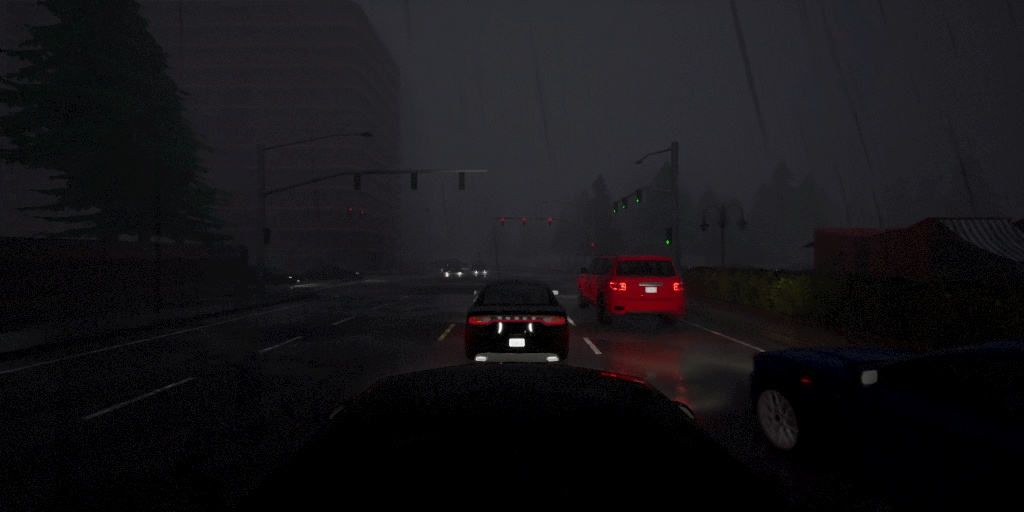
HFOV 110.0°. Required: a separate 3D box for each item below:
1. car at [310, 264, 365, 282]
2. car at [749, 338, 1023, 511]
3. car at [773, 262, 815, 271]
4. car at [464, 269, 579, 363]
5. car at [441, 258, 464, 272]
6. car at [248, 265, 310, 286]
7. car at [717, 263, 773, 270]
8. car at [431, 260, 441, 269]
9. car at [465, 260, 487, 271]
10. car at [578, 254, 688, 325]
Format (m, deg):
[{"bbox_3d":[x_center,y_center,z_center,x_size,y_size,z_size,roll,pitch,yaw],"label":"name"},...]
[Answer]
[{"bbox_3d":[-14.310,1.331,28.867,4.674,1.442,1.812,0,0,-4],"label":"car"},{"bbox_3d":[3.599,1.228,2.023,1.882,1.535,5.008,0,0,0],"label":"car"},{"bbox_3d":[27.474,1.331,35.219,4.674,1.442,1.812,0,0,0],"label":"car"},{"bbox_3d":[0.098,1.228,8.186,1.882,1.535,5.008,0,0,0],"label":"car"},{"bbox_3d":[-7.782,1.102,46.896,2.097,1.767,4.553,0,0,-13],"label":"car"},{"bbox_3d":[-17.597,1.353,25.104,5.357,1.411,2.033,0,0,1],"label":"car"},{"bbox_3d":[19.520,1.352,31.837,5.357,1.411,2.033,0,0,1],"label":"car"},{"bbox_3d":[-11.511,1.297,57.873,2.033,1.411,5.357,0,0,-30],"label":"car"},{"bbox_3d":[-4.872,1.314,50.482,1.994,1.385,4.181,0,0,-18],"label":"car"},{"bbox_3d":[3.642,0.971,12.000,2.150,2.045,5.566,0,0,1],"label":"car"}]
